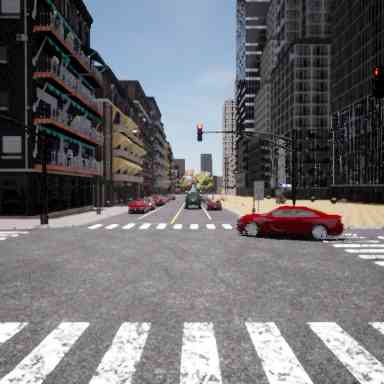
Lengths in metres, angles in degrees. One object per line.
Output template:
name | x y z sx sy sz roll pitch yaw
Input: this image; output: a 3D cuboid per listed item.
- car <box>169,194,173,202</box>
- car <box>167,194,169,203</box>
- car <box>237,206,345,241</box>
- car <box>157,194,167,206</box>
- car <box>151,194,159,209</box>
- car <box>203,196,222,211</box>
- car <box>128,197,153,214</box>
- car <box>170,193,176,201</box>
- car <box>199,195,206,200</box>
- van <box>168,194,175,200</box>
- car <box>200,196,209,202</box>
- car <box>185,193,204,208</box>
car | -5.583 1.572 69.305 1.802 1.307 4.206 -1 0 0
car | -5.604 1.429 58.006 1.967 1.590 4.097 -1 0 0
car | 4.724 1.413 16.262 5.008 1.535 1.882 0 2 21
car | -5.616 1.304 52.358 2.192 1.841 5.009 -1 0 0
car | -5.633 1.429 41.060 1.967 1.590 4.097 -1 0 0
car | 2.716 1.534 41.103 1.887 1.381 4.507 -1 0 0
car | -5.641 1.534 35.411 1.887 1.381 4.507 -1 0 0
car | -5.558 1.308 86.251 2.192 1.841 5.009 -1 0 0
car | 2.802 1.519 92.114 1.752 1.417 4.829 -1 0 0
van | -5.548 1.335 91.899 1.690 1.788 3.998 -1 0 0
car | 2.774 1.535 74.997 1.887 1.381 4.507 -1 0 0
car | 0.194 1.210 47.027 2.150 2.045 5.566 0 0 1
